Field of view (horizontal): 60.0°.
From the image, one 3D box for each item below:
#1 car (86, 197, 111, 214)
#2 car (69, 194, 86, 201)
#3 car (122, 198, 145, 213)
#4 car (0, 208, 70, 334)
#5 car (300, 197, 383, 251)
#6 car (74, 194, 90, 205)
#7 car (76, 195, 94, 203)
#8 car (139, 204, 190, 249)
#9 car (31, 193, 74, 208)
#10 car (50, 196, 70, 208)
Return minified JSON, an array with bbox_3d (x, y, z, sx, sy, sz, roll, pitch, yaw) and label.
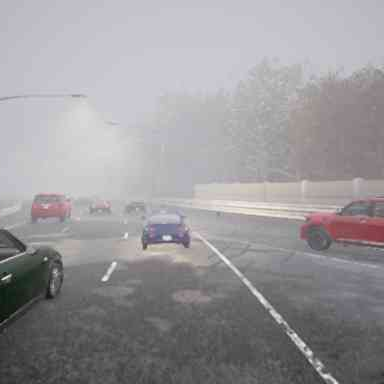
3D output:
[{"bbox_3d":[-9.435,1.454,33.692,1.895,1.301,4.718,0,0,-19],"label":"car"},{"bbox_3d":[-23.061,1.092,66.771,1.812,1.442,4.674,0,0,-39],"label":"car"},{"bbox_3d":[-6.010,1.352,34.373,1.837,1.490,4.892,0,0,-18],"label":"car"},{"bbox_3d":[-3.763,1.329,5.406,2.097,1.767,4.553,0,0,-4],"label":"car"},{"bbox_3d":[6.500,1.165,11.446,2.150,2.045,5.566,0,0,-35],"label":"car"},{"bbox_3d":[-17.431,1.303,51.606,1.812,1.442,4.674,0,0,-28],"label":"car"},{"bbox_3d":[-20.143,1.331,62.634,1.895,1.301,4.718,0,0,-35],"label":"car"},{"bbox_3d":[-1.206,1.462,14.157,1.812,1.442,4.674,0,0,-8],"label":"car"},{"bbox_3d":[-10.402,1.116,24.740,2.150,2.045,5.566,0,0,-15],"label":"car"},{"bbox_3d":[-18.074,1.354,45.460,2.033,1.411,5.357,0,0,-26],"label":"car"}]
